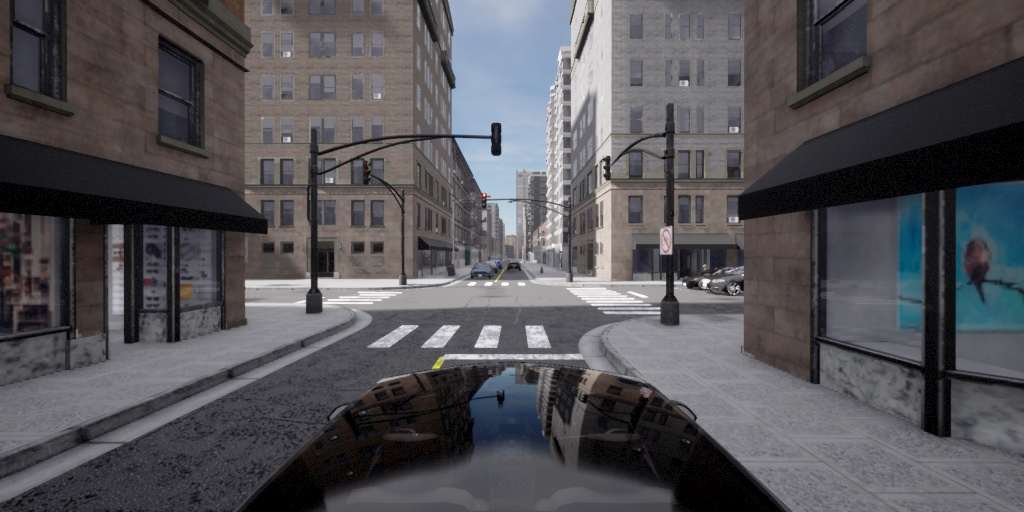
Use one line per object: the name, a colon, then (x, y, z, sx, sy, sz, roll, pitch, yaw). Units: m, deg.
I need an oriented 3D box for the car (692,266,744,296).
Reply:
car: (12.541, 1.247, 18.769, 4.902, 1.511, 2.128, 0, 0, 0)

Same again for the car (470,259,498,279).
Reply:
car: (-2.727, 1.305, 33.461, 2.033, 1.411, 5.357, 0, 0, 0)

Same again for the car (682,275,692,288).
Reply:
car: (12.443, 1.313, 21.308, 4.313, 1.339, 1.948, 0, 0, 0)

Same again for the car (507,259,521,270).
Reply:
car: (0.295, 1.282, 51.651, 1.837, 1.490, 4.892, 0, 0, 0)

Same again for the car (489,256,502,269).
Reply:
car: (-2.635, 1.003, 54.082, 2.150, 2.045, 5.566, 0, 0, 0)

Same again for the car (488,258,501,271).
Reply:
car: (-2.684, 1.293, 43.749, 1.812, 1.442, 4.674, 0, 0, 0)
